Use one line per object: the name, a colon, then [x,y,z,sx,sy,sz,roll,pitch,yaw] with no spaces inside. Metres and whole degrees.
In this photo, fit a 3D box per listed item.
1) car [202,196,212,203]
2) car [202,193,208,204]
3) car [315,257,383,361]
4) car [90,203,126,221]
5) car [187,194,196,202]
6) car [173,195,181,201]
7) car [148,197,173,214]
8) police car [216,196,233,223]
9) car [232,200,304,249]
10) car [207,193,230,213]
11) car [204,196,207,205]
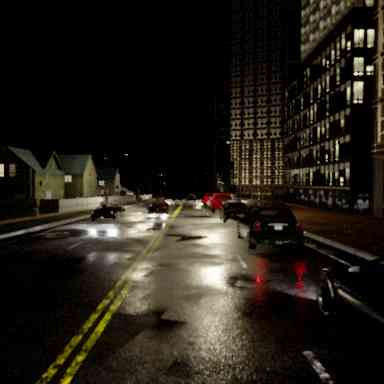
car: [3.107,1.613,69.620,1.895,1.301,4.718,0,0,0]
car: [3.129,1.222,58.616,2.150,2.045,5.566,0,0,0]
car: [3.339,1.561,4.688,1.994,1.385,4.181,0,0,0]
car: [-6.654,1.586,26.839,1.895,1.301,4.718,0,0,0]
car: [-0.162,1.519,78.689,1.994,1.385,4.181,0,0,0]
car: [-3.406,1.349,76.095,1.812,1.442,4.674,0,0,0]
car: [-3.415,1.550,34.674,1.994,1.385,4.181,0,0,0]
police car: [3.197,1.411,25.684,1.930,1.638,5.238,0,0,0]
car: [3.220,1.343,14.540,2.097,1.767,4.553,0,0,0]
car: [3.174,1.208,36.608,2.150,2.045,5.566,0,0,0]
car: [3.152,1.593,47.612,1.895,1.301,4.718,0,0,0]
